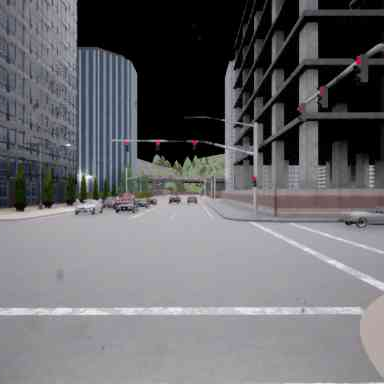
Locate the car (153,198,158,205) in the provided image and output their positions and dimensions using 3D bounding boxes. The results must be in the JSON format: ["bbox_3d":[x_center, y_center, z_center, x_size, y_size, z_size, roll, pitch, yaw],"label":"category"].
[{"bbox_3d":[-7.037,1.601,56.675,1.895,1.301,4.718,0,0,0],"label":"car"}]

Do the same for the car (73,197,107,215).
[{"bbox_3d":[-10.570,1.526,34.411,1.812,1.442,4.674,0,0,0],"label":"car"}]

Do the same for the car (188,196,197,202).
[{"bbox_3d":[0.060,1.579,73.635,1.895,1.301,4.718,0,0,0],"label":"car"}]

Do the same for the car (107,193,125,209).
[{"bbox_3d":[-10.564,1.352,43.344,2.097,1.767,4.553,0,0,0],"label":"car"}]

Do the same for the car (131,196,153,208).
[{"bbox_3d":[-7.061,1.564,46.635,1.994,1.385,4.181,0,0,0],"label":"car"}]

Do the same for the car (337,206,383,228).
[{"bbox_3d":[11.897,1.545,21.197,4.718,1.301,1.895,0,0,0],"label":"car"}]

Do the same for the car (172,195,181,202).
[{"bbox_3d":[-3.440,1.508,73.608,1.812,1.442,4.674,0,0,0],"label":"car"}]

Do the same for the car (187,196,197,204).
[{"bbox_3d":[0.052,1.492,64.530,2.128,1.511,4.902,0,0,0],"label":"car"}]

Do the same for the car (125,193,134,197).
[{"bbox_3d":[-10.553,1.221,53.759,2.150,2.045,5.566,0,0,0],"label":"car"}]

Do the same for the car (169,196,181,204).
[{"bbox_3d":[-3.448,1.505,64.534,1.837,1.490,4.892,0,0,0],"label":"car"}]

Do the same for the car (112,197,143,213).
[{"bbox_3d":[-7.069,1.564,36.726,1.994,1.385,4.181,0,0,0],"label":"car"}]
